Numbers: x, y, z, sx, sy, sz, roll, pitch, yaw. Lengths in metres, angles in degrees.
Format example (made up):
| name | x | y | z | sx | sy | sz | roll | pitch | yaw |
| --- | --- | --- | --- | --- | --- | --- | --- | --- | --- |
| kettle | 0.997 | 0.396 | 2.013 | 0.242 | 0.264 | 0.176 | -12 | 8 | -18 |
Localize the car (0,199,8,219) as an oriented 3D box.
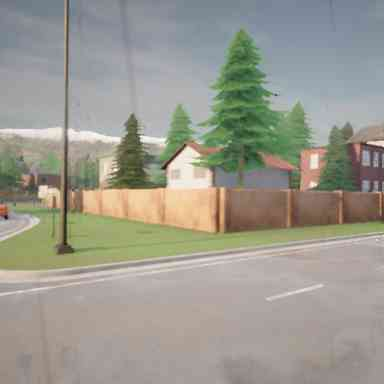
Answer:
| name | x | y | z | sx | sy | sz | roll | pitch | yaw |
| --- | --- | --- | --- | --- | --- | --- | --- | --- | --- |
| car | -17.340 | 1.386 | 28.982 | 2.097 | 1.767 | 4.553 | 1 | 0 | -33 |
